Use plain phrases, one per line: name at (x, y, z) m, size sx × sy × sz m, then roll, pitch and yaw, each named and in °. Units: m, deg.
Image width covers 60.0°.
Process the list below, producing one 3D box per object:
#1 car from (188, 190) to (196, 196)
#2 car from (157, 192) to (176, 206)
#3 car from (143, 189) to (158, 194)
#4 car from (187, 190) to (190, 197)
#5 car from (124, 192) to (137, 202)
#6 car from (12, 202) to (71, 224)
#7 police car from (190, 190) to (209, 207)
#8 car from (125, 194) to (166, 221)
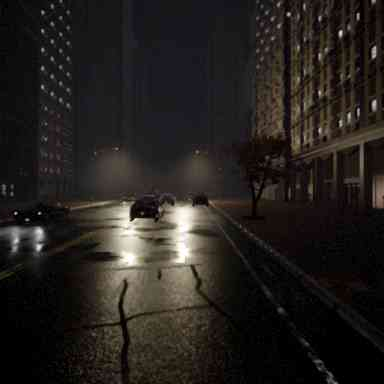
car at (-0.008, 0.180, 90.758) m, size 1.882 × 1.535 × 5.008 m, roll 0°, pitch 1°, yaw 0°
car at (-3.156, 0.982, 42.738) m, size 1.812 × 1.442 × 4.674 m, roll 0°, pitch 1°, yaw 0°
car at (-6.555, 0.533, 54.042) m, size 2.150 × 2.045 × 5.566 m, roll 0°, pitch 1°, yaw 1°
car at (-0.007, 0.395, 74.606) m, size 2.128 × 1.511 × 4.902 m, roll 0°, pitch 1°, yaw 0°
car at (-9.805, 0.817, 54.037) m, size 1.837 × 1.490 × 4.892 m, roll 0°, pitch 1°, yaw 1°
car at (-9.783, 1.321, 21.984) m, size 1.895 × 1.301 × 4.718 m, roll 0°, pitch 1°, yaw 0°
police car at (0.971, 0.918, 39.920) m, size 1.930 × 1.638 × 5.238 m, roll 0°, pitch 1°, yaw 0°
car at (-3.153, 1.177, 23.618) m, size 1.882 × 1.535 × 5.008 m, roll 0°, pitch 1°, yaw 0°
